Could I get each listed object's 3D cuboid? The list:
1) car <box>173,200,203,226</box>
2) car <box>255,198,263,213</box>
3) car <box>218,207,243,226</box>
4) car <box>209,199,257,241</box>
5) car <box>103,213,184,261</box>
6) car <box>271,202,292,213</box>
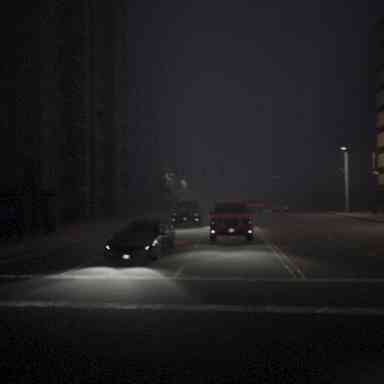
[{"bbox_3d":[-0.242,1.746,28.533,2.150,2.045,5.566,-1,-1,6],"label":"car"},{"bbox_3d":[9.204,1.979,49.201,2.150,2.045,5.566,-1,-1,6],"label":"car"},{"bbox_3d":[3.321,2.050,28.845,1.994,1.385,4.181,-1,-1,6],"label":"car"},{"bbox_3d":[2.219,1.551,18.929,2.150,2.045,5.566,-1,-1,6],"label":"car"},{"bbox_3d":[-1.874,1.844,13.897,2.033,1.411,5.357,-1,-1,8],"label":"car"},{"bbox_3d":[12.593,2.295,47.963,1.895,1.301,4.718,-1,-1,6],"label":"car"}]
